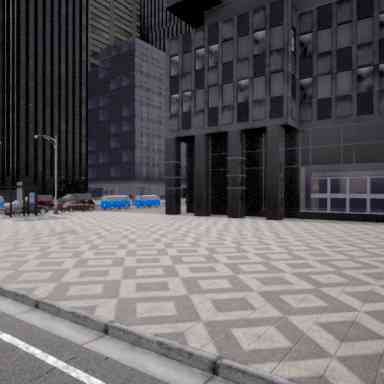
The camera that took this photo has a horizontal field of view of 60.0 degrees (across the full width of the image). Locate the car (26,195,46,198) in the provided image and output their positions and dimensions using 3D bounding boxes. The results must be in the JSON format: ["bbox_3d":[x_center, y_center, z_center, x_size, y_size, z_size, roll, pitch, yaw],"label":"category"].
[{"bbox_3d":[-19.615,1.285,41.470,2.192,1.841,5.009,0,0,35],"label":"car"}]

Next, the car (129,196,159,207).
[{"bbox_3d":[-7.697,1.471,53.575,1.837,1.490,4.892,0,1,36],"label":"car"}]

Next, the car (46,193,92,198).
[{"bbox_3d":[-15.345,1.199,42.879,2.150,2.045,5.566,0,0,35],"label":"car"}]

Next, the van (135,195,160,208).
[{"bbox_3d":[-6.084,1.329,45.778,1.690,1.788,3.998,0,0,35],"label":"van"}]

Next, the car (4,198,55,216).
[{"bbox_3d":[-15.963,1.549,31.903,2.008,1.369,4.403,0,0,35],"label":"car"}]

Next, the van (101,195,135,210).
[{"bbox_3d":[-9.377,1.332,41.153,1.690,1.788,3.998,0,0,35],"label":"van"}]

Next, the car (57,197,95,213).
[{"bbox_3d":[-12.670,1.576,36.528,1.802,1.307,4.206,0,0,35],"label":"car"}]
